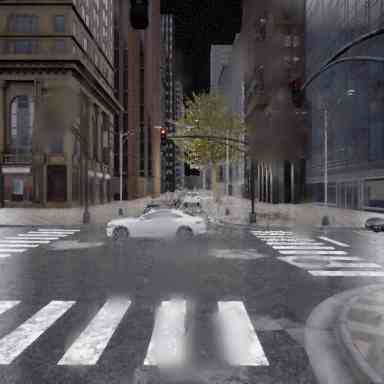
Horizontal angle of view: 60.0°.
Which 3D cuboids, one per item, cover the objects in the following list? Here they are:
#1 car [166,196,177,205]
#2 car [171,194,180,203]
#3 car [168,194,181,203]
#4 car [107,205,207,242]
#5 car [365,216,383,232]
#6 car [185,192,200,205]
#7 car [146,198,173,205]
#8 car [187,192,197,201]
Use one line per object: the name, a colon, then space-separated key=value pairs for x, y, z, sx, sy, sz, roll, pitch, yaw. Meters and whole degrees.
car: x=-3.144 y=1.470 z=39.078 sx=1.895 sy=1.301 sz=4.718 roll=0 pitch=0 yaw=0
car: x=-3.153 y=1.393 z=49.415 sx=1.895 sy=1.301 sz=4.718 roll=0 pitch=0 yaw=0
car: x=-3.119 y=1.192 z=59.811 sx=2.128 sy=1.511 sz=4.902 roll=0 pitch=1 yaw=1
car: x=-1.627 y=1.513 z=15.735 sx=4.674 sy=1.442 sz=1.812 roll=0 pitch=0 yaw=0
car: x=11.907 y=1.631 z=18.342 sx=4.403 sy=1.369 sz=2.008 roll=0 pitch=0 yaw=0
car: x=0.040 y=1.000 z=51.484 sx=2.150 sy=2.045 sz=5.566 roll=0 pitch=1 yaw=0
car: x=-3.134 y=1.490 z=30.286 sx=1.994 sy=1.385 sz=4.181 roll=0 pitch=0 yaw=0
car: x=-0.057 y=0.938 z=70.851 sx=2.097 sy=1.767 sz=4.553 roll=0 pitch=1 yaw=0
